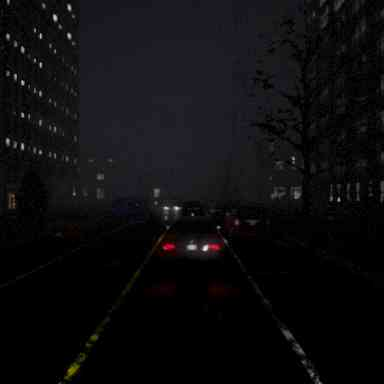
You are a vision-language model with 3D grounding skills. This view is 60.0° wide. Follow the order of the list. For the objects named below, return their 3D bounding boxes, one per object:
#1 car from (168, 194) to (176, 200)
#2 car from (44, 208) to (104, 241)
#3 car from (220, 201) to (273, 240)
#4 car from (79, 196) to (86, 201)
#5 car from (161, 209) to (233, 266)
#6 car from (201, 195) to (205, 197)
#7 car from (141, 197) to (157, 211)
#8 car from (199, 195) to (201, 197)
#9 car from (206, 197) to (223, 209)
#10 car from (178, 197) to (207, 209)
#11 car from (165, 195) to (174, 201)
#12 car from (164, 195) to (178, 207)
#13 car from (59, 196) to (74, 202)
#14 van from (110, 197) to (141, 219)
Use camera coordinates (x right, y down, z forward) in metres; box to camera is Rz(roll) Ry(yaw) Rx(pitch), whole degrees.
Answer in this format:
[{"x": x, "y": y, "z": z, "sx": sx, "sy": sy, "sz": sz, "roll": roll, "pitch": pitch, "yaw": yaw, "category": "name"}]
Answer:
[{"x": -5.624, "y": 1.404, "z": 94.309, "sx": 2.008, "sy": 1.369, "sz": 4.403, "roll": 0, "pitch": 0, "yaw": 0, "category": "car"}, {"x": -5.675, "y": 1.501, "z": 16.556, "sx": 1.752, "sy": 1.417, "sz": 4.829, "roll": 0, "pitch": 0, "yaw": 0, "category": "car"}, {"x": 2.706, "y": 1.415, "z": 16.705, "sx": 1.967, "sy": 1.590, "sz": 4.097, "roll": 0, "pitch": 0, "yaw": 0, "category": "car"}, {"x": -25.403, "y": 1.331, "z": 71.667, "sx": 4.829, "sy": 1.417, "sz": 1.752, "roll": 0, "pitch": 0, "yaw": 1, "category": "car"}, {"x": 0.033, "y": 1.531, "z": 11.408, "sx": 2.033, "sy": 1.411, "sz": 5.357, "roll": 0, "pitch": 0, "yaw": 1, "category": "car"}, {"x": 2.728, "y": 1.472, "z": 50.857, "sx": 2.008, "sy": 1.369, "sz": 4.403, "roll": 0, "pitch": 0, "yaw": 0, "category": "car"}, {"x": -5.659, "y": 1.379, "z": 39.495, "sx": 1.967, "sy": 1.590, "sz": 4.097, "roll": 0, "pitch": 0, "yaw": 0, "category": "car"}, {"x": 2.749, "y": 1.436, "z": 83.247, "sx": 1.947, "sy": 1.339, "sz": 4.313, "roll": 0, "pitch": 0, "yaw": 0, "category": "car"}, {"x": 2.717, "y": 1.499, "z": 33.781, "sx": 2.008, "sy": 1.369, "sz": 4.403, "roll": 0, "pitch": 0, "yaw": 0, "category": "car"}, {"x": 0.066, "y": 1.463, "z": 28.552, "sx": 1.837, "sy": 1.490, "sz": 4.892, "roll": 0, "pitch": 0, "yaw": 1, "category": "car"}, {"x": -5.631, "y": 1.452, "z": 83.266, "sx": 1.802, "sy": 1.307, "sz": 4.206, "roll": 0, "pitch": 0, "yaw": 0, "category": "car"}, {"x": -3.020, "y": 1.448, "z": 49.591, "sx": 1.812, "sy": 1.442, "sz": 4.674, "roll": 0, "pitch": 0, "yaw": 1, "category": "car"}, {"x": -25.370, "y": 1.325, "z": 63.285, "sx": 4.403, "sy": 1.369, "sz": 2.008, "roll": 0, "pitch": 0, "yaw": 1, "category": "car"}, {"x": -5.667, "y": 1.299, "z": 28.111, "sx": 1.690, "sy": 1.788, "sz": 3.998, "roll": 0, "pitch": 0, "yaw": 0, "category": "van"}]
